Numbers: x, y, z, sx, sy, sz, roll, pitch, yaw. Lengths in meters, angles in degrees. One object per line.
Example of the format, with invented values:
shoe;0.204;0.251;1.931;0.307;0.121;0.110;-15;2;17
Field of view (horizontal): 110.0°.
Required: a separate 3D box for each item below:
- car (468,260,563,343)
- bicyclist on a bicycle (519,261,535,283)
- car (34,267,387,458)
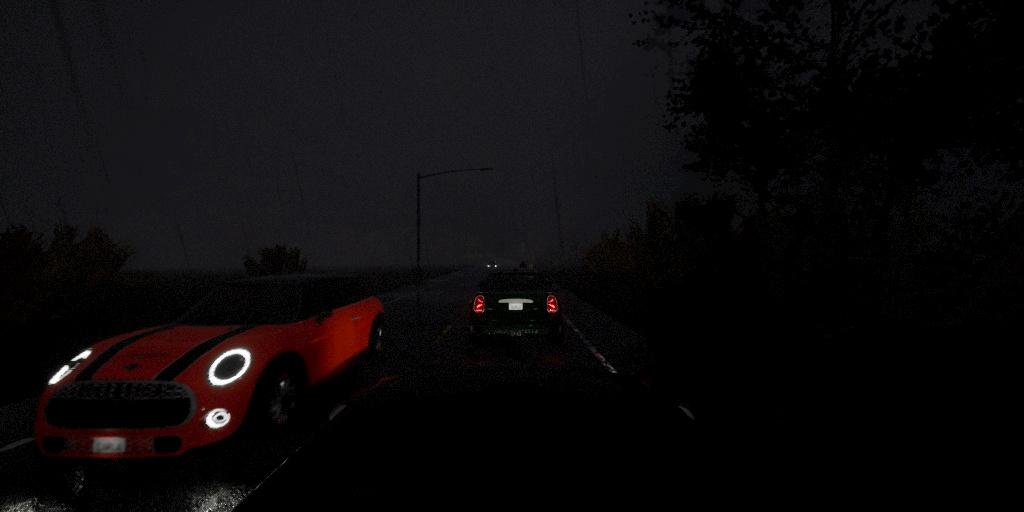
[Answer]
car;0.073;1.099;9.783;2.097;1.767;4.553;0;0;0
bicyclist on a bicycle;0.905;1.181;17.127;0.866;1.612;1.509;0;0;0
car;-3.613;1.101;5.454;2.097;1.767;4.553;0;0;0
